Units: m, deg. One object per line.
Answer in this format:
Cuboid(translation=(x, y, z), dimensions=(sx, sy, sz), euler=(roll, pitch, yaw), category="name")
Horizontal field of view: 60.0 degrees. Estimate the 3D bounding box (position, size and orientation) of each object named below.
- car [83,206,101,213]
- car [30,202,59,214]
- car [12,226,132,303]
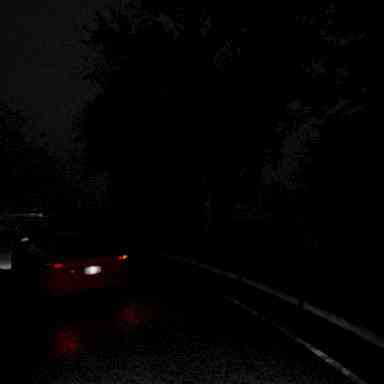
Cuboid(translation=(-18.146, 3.318, 60.723), dimensions=(2.033, 1.411, 5.357), euler=(0, -5, 2), category="car")
Cuboid(translation=(-18.598, 1.955, 42.107), dimensions=(2.128, 1.511, 4.902), euler=(0, -3, 1), category="car")
Cuboid(translation=(-3.165, 1.549, 8.367), dimensions=(1.994, 1.385, 4.181), euler=(0, 0, -36), category="car")
